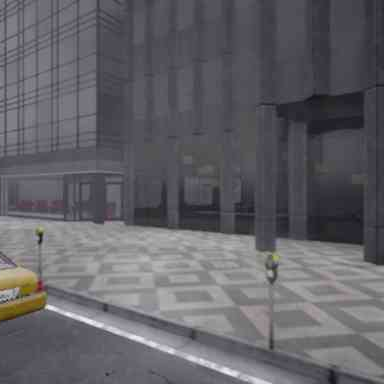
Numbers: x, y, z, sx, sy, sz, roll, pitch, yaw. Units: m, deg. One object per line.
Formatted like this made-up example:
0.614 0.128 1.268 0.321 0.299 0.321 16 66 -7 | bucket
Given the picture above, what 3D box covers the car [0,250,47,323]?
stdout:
-4.696 1.514 6.312 4.829 1.417 1.752 0 0 35 | car
